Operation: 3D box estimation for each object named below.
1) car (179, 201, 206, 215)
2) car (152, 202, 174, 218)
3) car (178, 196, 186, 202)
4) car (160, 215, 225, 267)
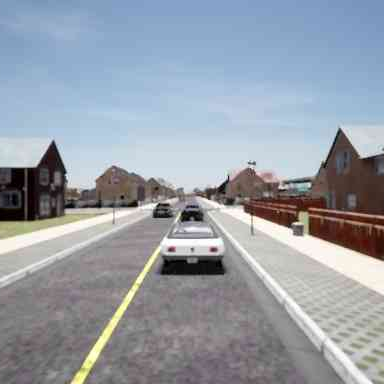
[{"bbox_3d":[0.035,1.722,27.001,1.837,1.490,4.892,0,0,0],"label":"car"},{"bbox_3d":[-2.809,1.769,33.185,1.837,1.490,4.892,0,-1,0],"label":"car"},{"bbox_3d":[-2.783,2.051,93.891,2.097,1.767,4.553,0,0,0],"label":"car"},{"bbox_3d":[0.036,1.699,11.782,1.895,1.301,4.718,0,0,0],"label":"car"}]
